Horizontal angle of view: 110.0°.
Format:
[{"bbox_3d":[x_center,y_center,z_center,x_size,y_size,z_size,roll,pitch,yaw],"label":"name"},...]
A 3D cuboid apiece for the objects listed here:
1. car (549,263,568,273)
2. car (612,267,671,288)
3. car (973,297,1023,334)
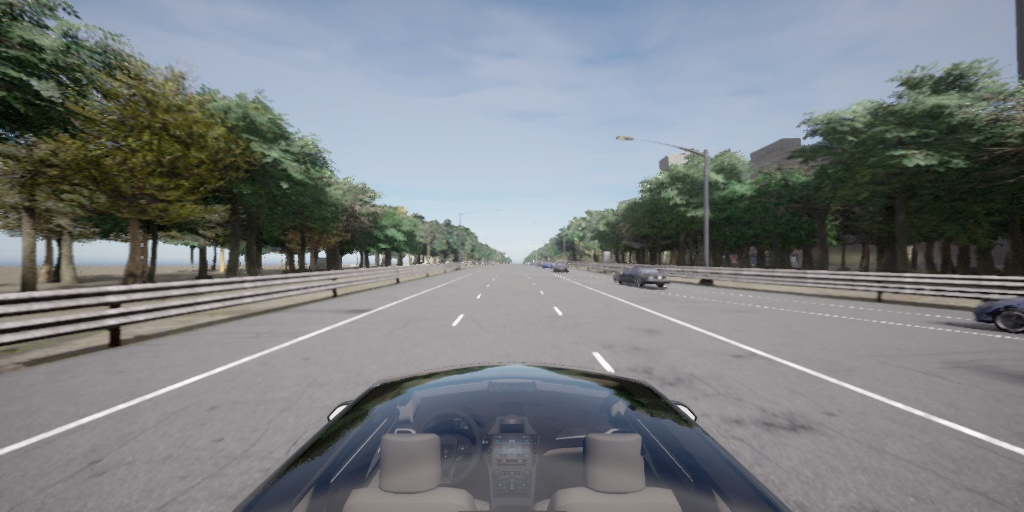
[{"bbox_3d":[6.980,1.687,52.687,1.994,1.385,4.181,0,0,0],"label":"car"},{"bbox_3d":[9.342,1.494,26.220,2.033,1.411,5.357,0,0,-11],"label":"car"},{"bbox_3d":[14.678,1.375,8.744,1.994,1.385,4.181,0,-1,-22],"label":"car"}]
